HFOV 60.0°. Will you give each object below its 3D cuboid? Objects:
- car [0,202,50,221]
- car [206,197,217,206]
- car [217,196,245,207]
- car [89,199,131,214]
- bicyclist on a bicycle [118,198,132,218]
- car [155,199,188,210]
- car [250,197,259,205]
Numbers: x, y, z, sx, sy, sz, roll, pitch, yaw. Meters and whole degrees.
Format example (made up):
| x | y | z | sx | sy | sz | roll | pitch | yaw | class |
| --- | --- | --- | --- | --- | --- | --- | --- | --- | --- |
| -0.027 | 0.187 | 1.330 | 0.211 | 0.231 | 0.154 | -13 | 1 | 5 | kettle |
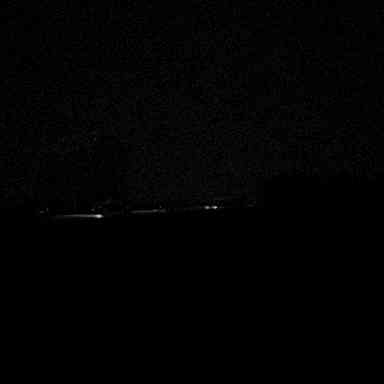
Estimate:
| x | y | z | sx | sy | sz | roll | pitch | yaw | class |
| --- | --- | --- | --- | --- | --- | --- | --- | --- | --- |
| -14.144 | 1.539 | 26.418 | 2.033 | 1.411 | 5.357 | -1 | -1 | 34 | car |
| 4.059 | 1.506 | 52.198 | 1.812 | 1.442 | 4.674 | -1 | -1 | 35 | car |
| 6.238 | 1.405 | 50.354 | 1.882 | 1.535 | 5.008 | -1 | -1 | 36 | car |
| -8.417 | 1.496 | 34.596 | 1.812 | 1.442 | 4.674 | -1 | -1 | 35 | car |
| -5.675 | 1.351 | 28.099 | 1.656 | 1.620 | 0.582 | 0 | 0 | 35 | bicyclist on a bicycle |
| -2.655 | 1.558 | 42.752 | 1.895 | 1.301 | 4.718 | -1 | -1 | 35 | car |
| 11.933 | 1.477 | 58.536 | 2.128 | 1.511 | 4.902 | -1 | -1 | 35 | car |
